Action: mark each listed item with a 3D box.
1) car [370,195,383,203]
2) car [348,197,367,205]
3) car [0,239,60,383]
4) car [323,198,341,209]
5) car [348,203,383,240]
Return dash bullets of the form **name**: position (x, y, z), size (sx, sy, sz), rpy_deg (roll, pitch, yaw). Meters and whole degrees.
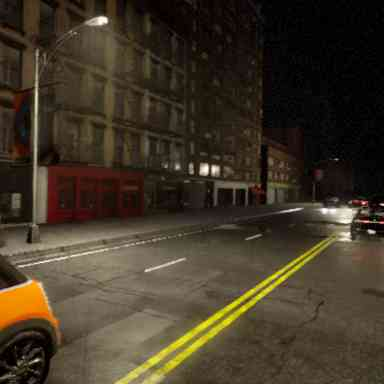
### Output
- **car**: position (18.930, 1.337, 32.836), size (2.150, 2.045, 5.566), rpy_deg (1, 0, 31)
- **car**: position (23.168, 1.464, 46.387), size (2.097, 1.767, 4.553), rpy_deg (1, 0, 32)
- **car**: position (-3.443, 1.278, 2.543), size (2.097, 1.767, 4.553), rpy_deg (1, 0, 31)
- **car**: position (20.050, 1.549, 47.526), size (2.128, 1.511, 4.902), rpy_deg (1, 0, 32)
- **car**: position (9.123, 1.538, 16.644), size (2.128, 1.511, 4.902), rpy_deg (1, 0, 31)
